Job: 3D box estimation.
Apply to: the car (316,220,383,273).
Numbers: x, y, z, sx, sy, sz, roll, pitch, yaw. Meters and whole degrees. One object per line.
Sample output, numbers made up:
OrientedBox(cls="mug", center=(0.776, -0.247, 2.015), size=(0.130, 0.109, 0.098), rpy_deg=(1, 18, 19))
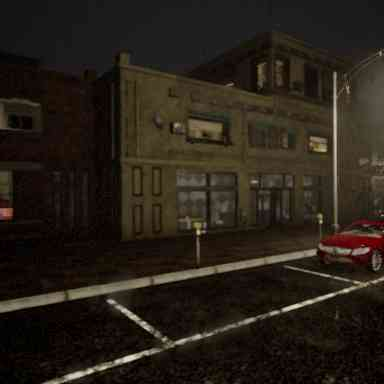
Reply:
OrientedBox(cls="car", center=(5.758, 1.582, 10.631), size=(4.206, 1.307, 1.802), rpy_deg=(0, -1, -35))
